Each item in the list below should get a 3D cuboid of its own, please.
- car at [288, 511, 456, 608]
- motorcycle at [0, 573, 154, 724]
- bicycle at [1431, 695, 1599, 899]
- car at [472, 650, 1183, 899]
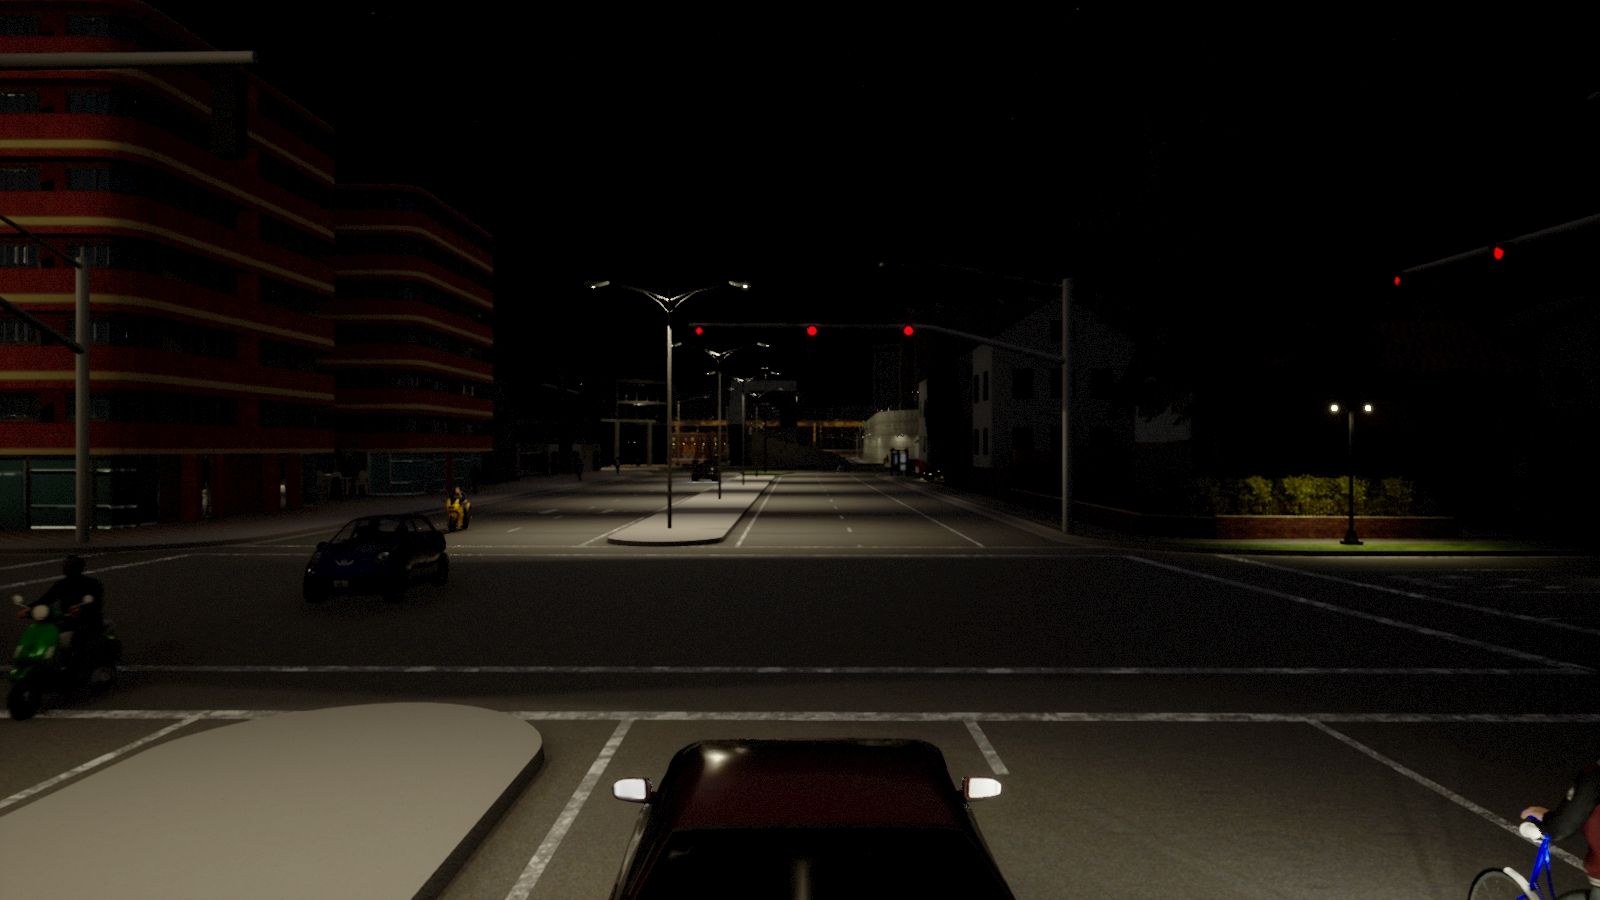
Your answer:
[{"bbox_3d":[-8.029,2.007,21.798,1.845,1.501,3.633,0,0,0],"label":"car"},{"bbox_3d":[-8.007,2.111,12.511,0.856,1.341,1.805,0,0,0],"label":"motorcycle"},{"bbox_3d":[3.482,2.039,5.079,0.329,1.496,1.835,0,0,0],"label":"bicycle"},{"bbox_3d":[0.054,2.031,4.945,2.007,1.525,4.514,0,0,-1],"label":"car"}]
